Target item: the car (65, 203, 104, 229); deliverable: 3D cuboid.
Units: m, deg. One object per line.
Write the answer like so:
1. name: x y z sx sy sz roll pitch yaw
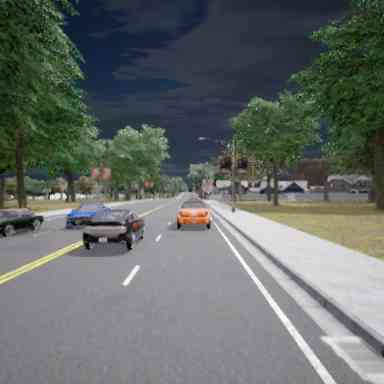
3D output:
1. car: -6.591 1.473 21.662 1.882 1.535 5.008 0 0 0

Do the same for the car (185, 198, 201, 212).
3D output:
1. car: 0.113 1.532 40.540 1.837 1.490 4.892 0 0 0

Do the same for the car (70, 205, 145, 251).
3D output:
1. car: -3.146 1.484 14.179 2.128 1.511 4.902 0 0 0

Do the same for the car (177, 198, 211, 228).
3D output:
1. car: 0.106 1.348 22.132 2.097 1.767 4.553 0 0 0

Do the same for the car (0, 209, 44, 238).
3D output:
1. car: -9.844 1.595 17.867 1.895 1.301 4.718 0 0 0
